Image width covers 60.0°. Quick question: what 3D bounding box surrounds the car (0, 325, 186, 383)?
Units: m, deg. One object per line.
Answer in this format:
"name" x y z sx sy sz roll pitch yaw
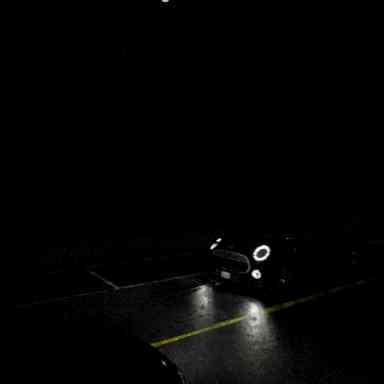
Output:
"car" -2.212 1.503 1.732 4.892 1.490 1.837 1 0 -35

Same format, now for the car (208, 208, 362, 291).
"car" 2.614 1.350 9.098 4.553 1.767 2.097 0 0 -35
